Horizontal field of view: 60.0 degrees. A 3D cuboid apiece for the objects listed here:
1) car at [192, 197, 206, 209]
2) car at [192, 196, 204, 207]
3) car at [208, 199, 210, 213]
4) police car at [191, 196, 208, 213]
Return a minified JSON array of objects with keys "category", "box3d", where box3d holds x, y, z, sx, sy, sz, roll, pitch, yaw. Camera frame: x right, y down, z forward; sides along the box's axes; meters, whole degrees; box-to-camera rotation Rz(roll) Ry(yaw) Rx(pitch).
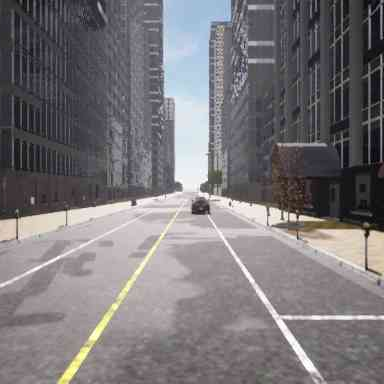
[{"category":"car","box3d":[0.900,1.506,45.486,1.837,1.490,4.892,0,0,0]},{"category":"car","box3d":[0.900,1.430,51.675,1.801,1.575,5.366,0,0,0]},{"category":"car","box3d":[2.690,1.295,31.572,1.690,1.788,3.998,0,0,0]},{"category":"police car","box3d":[0.900,1.400,35.595,1.930,1.638,5.238,0,0,0]}]
